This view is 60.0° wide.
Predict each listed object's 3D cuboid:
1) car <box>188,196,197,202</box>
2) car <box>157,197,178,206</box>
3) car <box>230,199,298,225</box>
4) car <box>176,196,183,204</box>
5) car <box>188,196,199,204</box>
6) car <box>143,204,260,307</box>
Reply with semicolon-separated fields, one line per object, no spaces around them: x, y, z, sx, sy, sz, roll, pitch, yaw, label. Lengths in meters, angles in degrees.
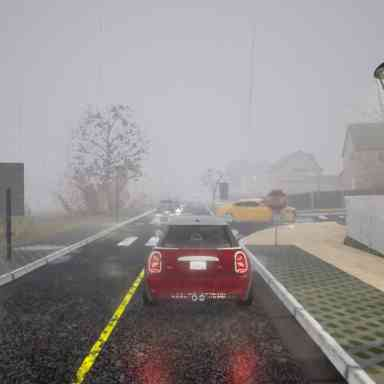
0.147;1.604;75.569;1.994;1.385;4.181;0;0;0;car
-2.777;1.534;36.126;1.812;1.442;4.674;0;0;0;car
3.942;1.152;20.631;5.008;1.535;1.882;-3;1;29;car
-2.748;1.619;48.680;1.895;1.301;4.718;0;0;0;car
0.218;1.559;62.777;1.812;1.442;4.674;0;-1;0;car
0.115;1.351;8.158;2.097;1.767;4.553;0;0;0;car
